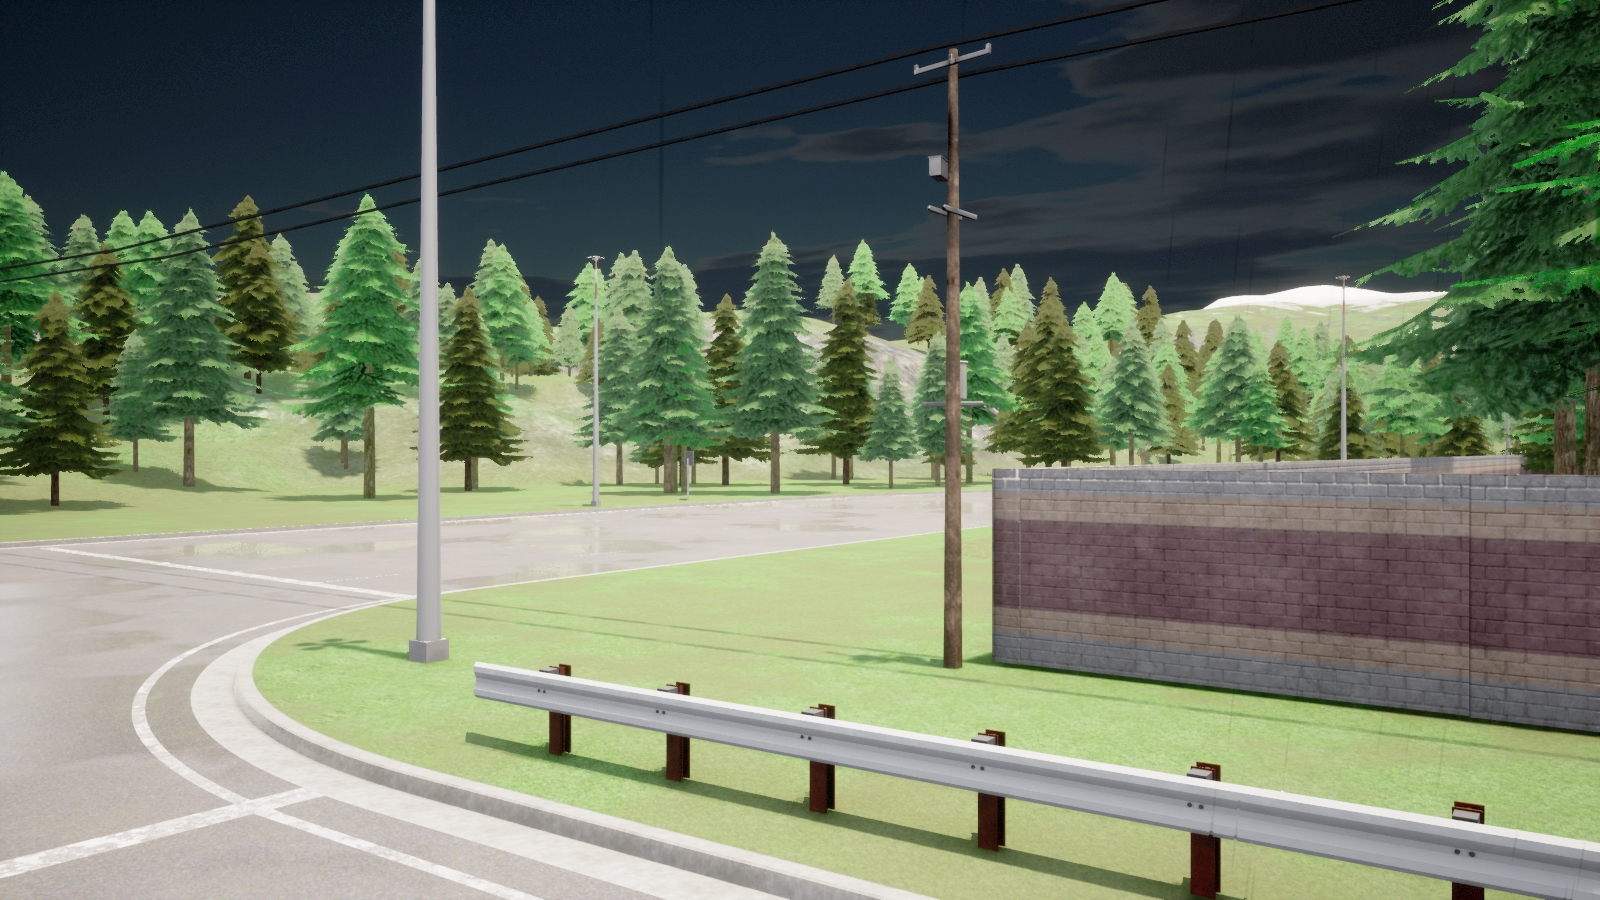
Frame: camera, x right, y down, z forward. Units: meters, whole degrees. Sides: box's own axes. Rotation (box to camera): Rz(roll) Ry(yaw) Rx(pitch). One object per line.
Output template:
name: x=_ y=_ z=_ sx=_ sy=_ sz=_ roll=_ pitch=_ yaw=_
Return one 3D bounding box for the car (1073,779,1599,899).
car: x=3.010 y=1.982 z=1.681 sx=5.238 sy=1.638 sz=2.097 roll=0 pitch=0 yaw=35
